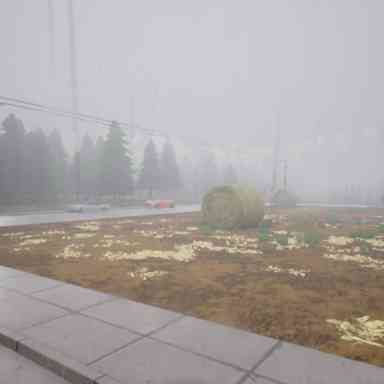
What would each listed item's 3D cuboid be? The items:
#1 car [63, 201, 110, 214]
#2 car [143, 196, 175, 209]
[{"bbox_3d":[-11.126,1.614,35.364,1.895,1.301,4.718,0,0,37],"label":"car"},{"bbox_3d":[-4.398,1.364,44.412,2.097,1.767,4.553,0,0,37],"label":"car"}]
